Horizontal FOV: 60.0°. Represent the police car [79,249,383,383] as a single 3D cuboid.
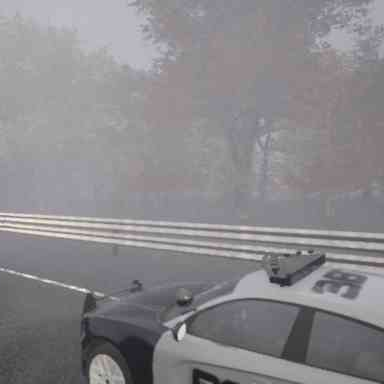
[{"bbox_3d":[0.891,1.435,3.235,5.238,1.638,1.930,-1,0,35],"label":"police car"}]
